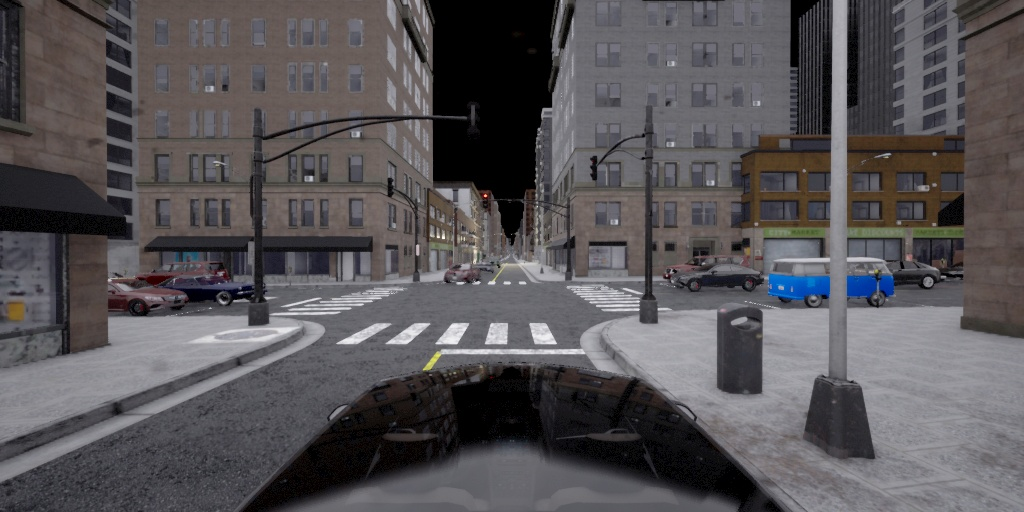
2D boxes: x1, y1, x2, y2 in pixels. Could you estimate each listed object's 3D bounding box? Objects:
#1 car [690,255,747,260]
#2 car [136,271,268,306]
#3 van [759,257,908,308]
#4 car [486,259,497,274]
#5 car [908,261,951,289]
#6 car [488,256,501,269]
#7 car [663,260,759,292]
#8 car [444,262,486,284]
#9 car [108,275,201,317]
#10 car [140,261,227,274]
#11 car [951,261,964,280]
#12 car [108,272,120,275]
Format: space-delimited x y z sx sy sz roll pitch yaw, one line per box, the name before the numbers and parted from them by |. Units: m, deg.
car | 12.103 0.872 22.219 5.009 1.841 2.192 0 0 0
car | -13.949 1.517 16.300 4.718 1.301 1.895 -1 0 0
van | 12.123 0.957 13.694 3.998 1.789 1.690 0 0 0
car | -3.083 1.326 41.225 1.994 1.385 4.181 0 0 0
car | 20.293 0.980 19.570 4.892 1.490 1.837 -1 0 0
car | -3.053 1.008 59.205 2.150 2.045 5.566 0 0 0
car | 11.108 1.114 19.567 4.674 1.442 1.812 -1 0 1
car | -3.635 1.276 27.285 1.812 1.442 4.674 0 0 9
car | -14.814 1.528 13.636 4.207 1.307 1.802 0 0 0
car | -20.338 1.271 22.149 5.009 1.841 2.192 0 0 0
car | 28.931 0.916 22.255 4.313 1.339 1.948 0 0 0
car | -26.012 1.552 22.137 4.829 1.417 1.751 0 0 0
